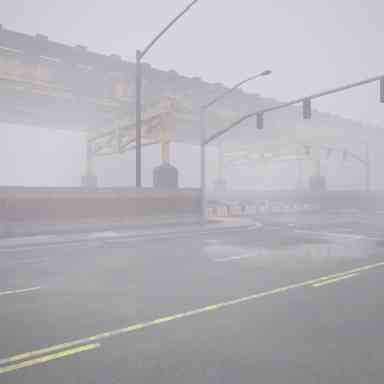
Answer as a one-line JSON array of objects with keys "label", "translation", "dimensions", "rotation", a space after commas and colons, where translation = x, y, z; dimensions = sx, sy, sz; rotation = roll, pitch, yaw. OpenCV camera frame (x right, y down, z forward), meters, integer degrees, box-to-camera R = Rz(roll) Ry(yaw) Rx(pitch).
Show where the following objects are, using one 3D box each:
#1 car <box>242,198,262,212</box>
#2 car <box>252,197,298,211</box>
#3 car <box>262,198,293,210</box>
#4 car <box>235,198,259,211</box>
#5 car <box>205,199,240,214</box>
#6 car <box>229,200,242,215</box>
[{"label": "car", "translation": [6.067, 1.453, 36.377], "dimensions": [2.038, 1.542, 4.974], "rotation": [0, 0, 18]}, {"label": "car", "translation": [9.978, 1.453, 40.136], "dimensions": [4.974, 1.542, 2.038], "rotation": [0, 0, -7]}, {"label": "car", "translation": [9.926, 1.295, 40.130], "dimensions": [4.536, 1.218, 1.853], "rotation": [0, 0, -7]}, {"label": "car", "translation": [6.083, 1.295, 36.427], "dimensions": [1.853, 1.218, 4.536], "rotation": [0, 0, 18]}, {"label": "car", "translation": [2.270, 1.295, 33.700], "dimensions": [4.536, 1.218, 1.853], "rotation": [0, 0, 8]}, {"label": "car", "translation": [2.321, 1.453, 33.693], "dimensions": [4.974, 1.542, 2.038], "rotation": [0, 0, 8]}]
